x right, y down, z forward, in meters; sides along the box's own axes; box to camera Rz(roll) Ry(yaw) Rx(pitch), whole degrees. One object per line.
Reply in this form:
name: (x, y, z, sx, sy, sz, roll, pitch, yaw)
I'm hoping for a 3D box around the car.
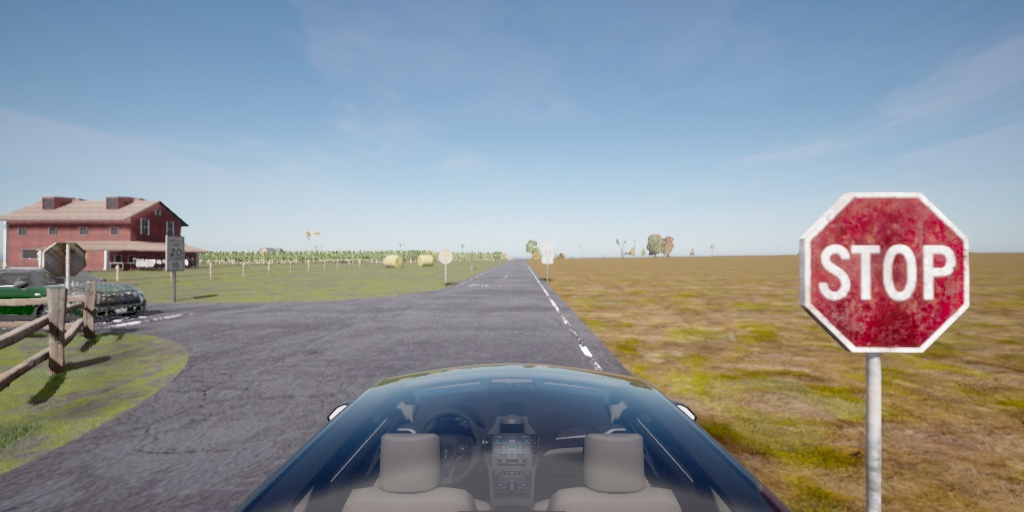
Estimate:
car: (-14.426, 1.136, 11.240, 4.553, 1.767, 2.097, 0, -1, 1)
